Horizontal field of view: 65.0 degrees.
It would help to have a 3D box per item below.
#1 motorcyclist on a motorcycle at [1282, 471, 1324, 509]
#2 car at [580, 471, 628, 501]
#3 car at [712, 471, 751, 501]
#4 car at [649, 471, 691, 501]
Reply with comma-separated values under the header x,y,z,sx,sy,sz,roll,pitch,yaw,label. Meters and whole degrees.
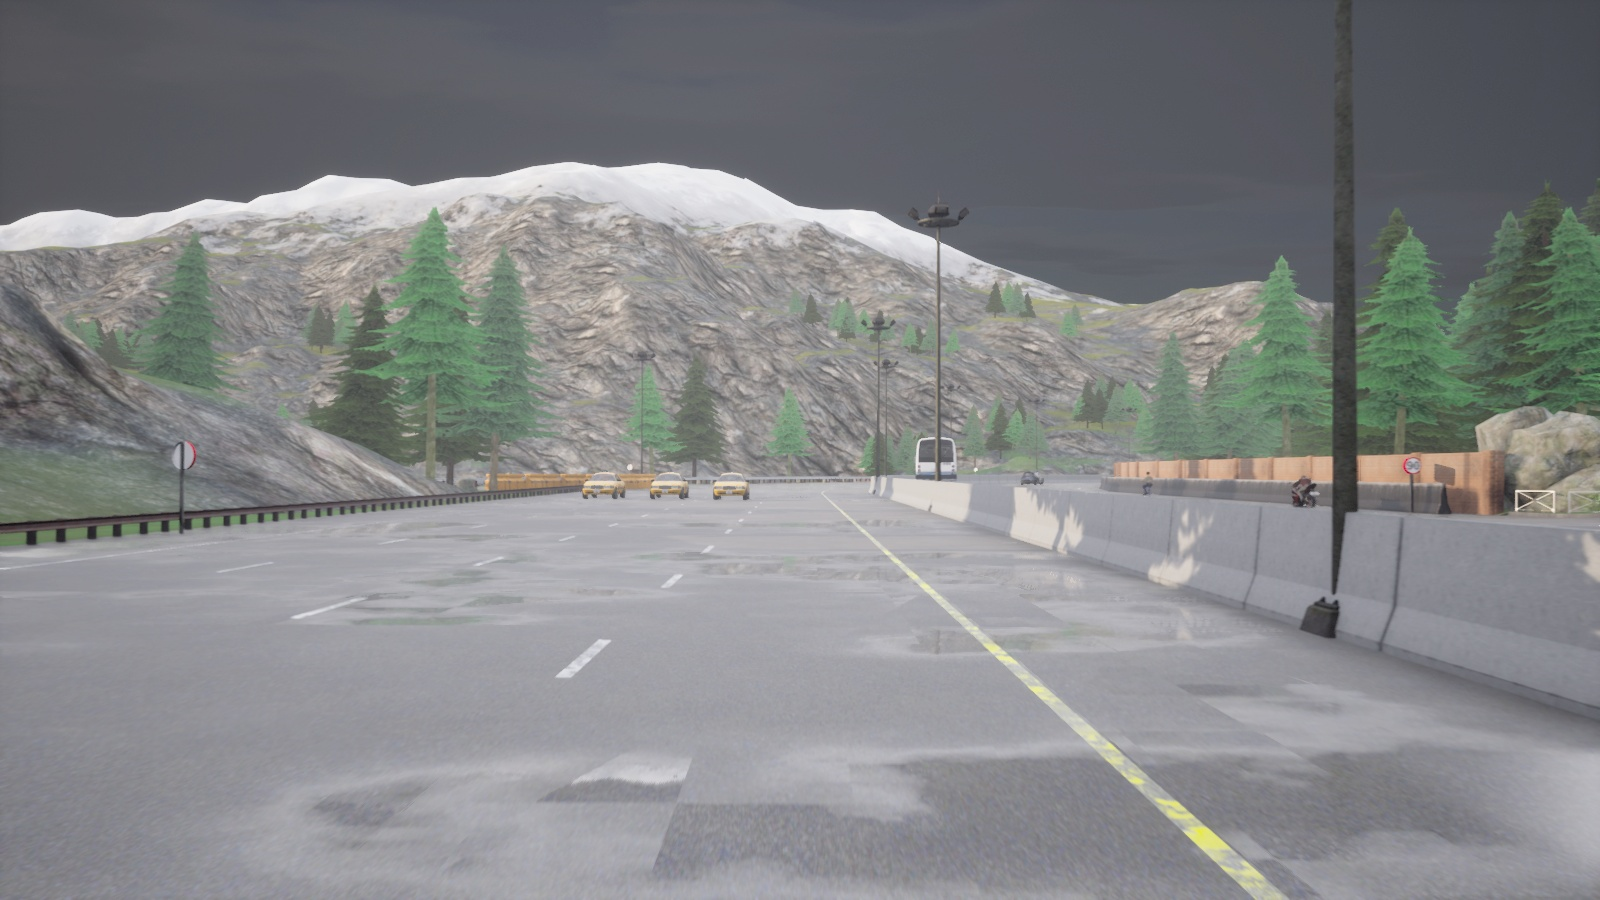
x,y,z,sx,sy,sz,roll,pitch,yaw,label
20.806,1.637,52.028,0.866,1.530,2.191,0,-1,1,motorcyclist on a motorcycle
-10.667,1.948,68.798,1.801,1.575,5.366,0,-1,0,car
-3.665,1.905,67.909,1.801,1.575,5.366,0,-1,0,car
-7.169,1.947,69.560,1.801,1.575,5.366,0,-1,0,car
